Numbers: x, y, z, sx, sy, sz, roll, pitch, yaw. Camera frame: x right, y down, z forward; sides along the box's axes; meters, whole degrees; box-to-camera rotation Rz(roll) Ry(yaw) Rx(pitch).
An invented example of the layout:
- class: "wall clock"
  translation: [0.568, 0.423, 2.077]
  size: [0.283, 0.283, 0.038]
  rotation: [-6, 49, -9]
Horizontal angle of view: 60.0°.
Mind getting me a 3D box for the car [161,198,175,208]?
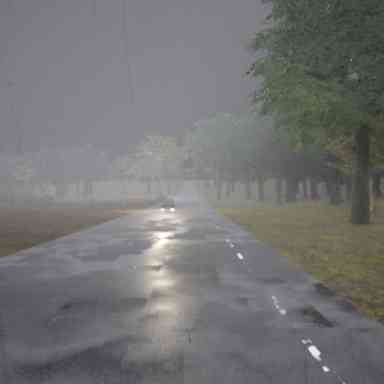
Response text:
- class: "car"
  translation: [-3.622, 1.705, 51.165]
  size: [1.837, 1.490, 4.892]
  rotation: [0, 0, 0]
